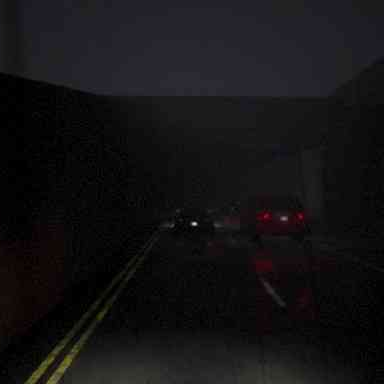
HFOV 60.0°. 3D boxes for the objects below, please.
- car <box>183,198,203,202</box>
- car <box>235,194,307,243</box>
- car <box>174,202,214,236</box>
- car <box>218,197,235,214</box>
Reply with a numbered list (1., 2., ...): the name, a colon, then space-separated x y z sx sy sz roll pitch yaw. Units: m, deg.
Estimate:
1. car: 0.107 1.289 33.293 1.812 1.442 4.674 0 0 0
2. car: 3.609 1.110 15.673 2.150 2.045 5.566 0 0 0
3. car: 0.110 1.440 17.420 1.994 1.385 4.181 0 0 0
4. car: 3.619 1.263 32.226 2.128 1.511 4.902 0 0 0
